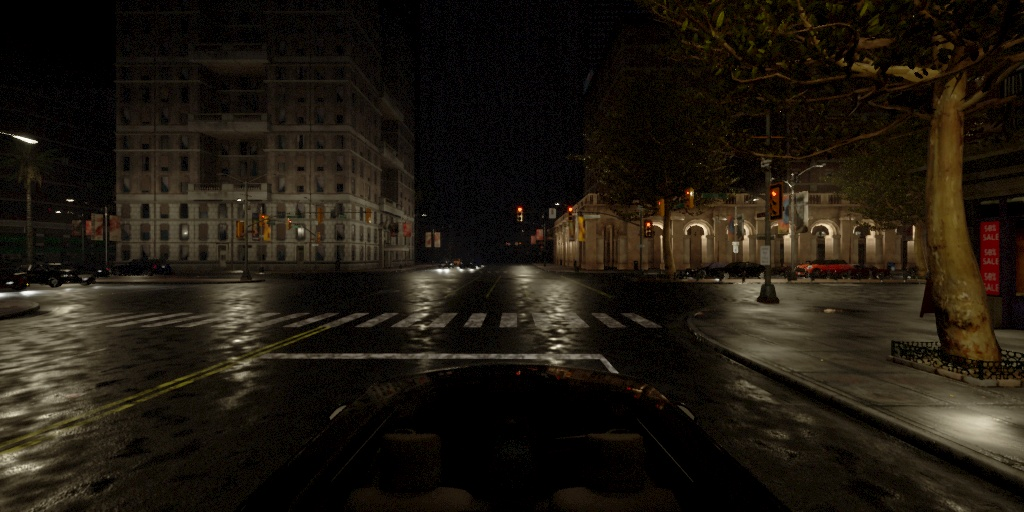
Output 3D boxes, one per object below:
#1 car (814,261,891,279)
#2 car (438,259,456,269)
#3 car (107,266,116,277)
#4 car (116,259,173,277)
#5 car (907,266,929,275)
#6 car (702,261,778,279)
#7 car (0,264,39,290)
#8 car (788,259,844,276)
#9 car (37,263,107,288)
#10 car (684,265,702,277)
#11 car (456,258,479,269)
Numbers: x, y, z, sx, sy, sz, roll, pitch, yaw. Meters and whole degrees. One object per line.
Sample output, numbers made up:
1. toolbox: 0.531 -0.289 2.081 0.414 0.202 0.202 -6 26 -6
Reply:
1. car: 29.581 1.351 31.082 4.718 1.301 1.895 0 0 1
2. car: -10.422 1.242 56.786 2.128 1.511 4.902 0 0 1
3. car: -38.372 1.314 31.651 4.181 1.385 1.994 0 0 0
4. car: -36.234 1.102 35.132 4.553 1.767 2.097 0 0 1
5. car: 41.374 1.297 34.472 5.357 1.411 2.033 0 0 1
6. car: 19.704 1.228 31.165 5.008 1.535 1.882 0 0 0
7. car: -29.795 1.314 19.887 4.181 1.385 1.994 0 0 1
8. car: 29.938 1.102 34.577 4.553 1.767 2.097 0 0 0
9. car: -30.235 1.241 23.398 4.902 1.511 2.128 0 0 1
10. car: 19.649 1.297 34.666 5.357 1.411 2.033 0 0 1
11. car: -6.926 1.101 56.245 2.097 1.767 4.553 0 0 0
